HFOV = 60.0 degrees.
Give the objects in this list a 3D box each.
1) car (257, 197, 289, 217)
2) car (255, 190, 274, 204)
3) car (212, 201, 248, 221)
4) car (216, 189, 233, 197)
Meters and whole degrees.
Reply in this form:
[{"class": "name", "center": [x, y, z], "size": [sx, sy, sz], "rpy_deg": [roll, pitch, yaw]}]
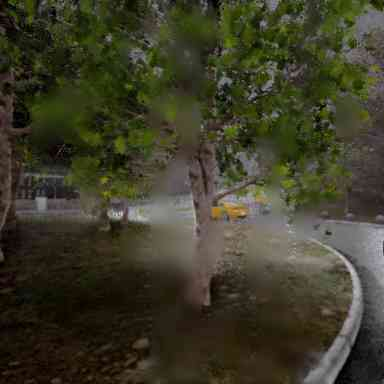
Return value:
[{"class": "car", "center": [7.599, 1.509, 31.648], "size": [1.812, 1.442, 4.674], "rpy_deg": [-1, 1, 5]}, {"class": "car", "center": [10.574, 0.867, 48.314], "size": [1.882, 1.535, 5.008], "rpy_deg": [0, 3, 27]}, {"class": "car", "center": [2.397, 1.492, 27.805], "size": [1.882, 1.535, 5.008], "rpy_deg": [1, -1, -39]}, {"class": "car", "center": [6.577, 0.130, 65.035], "size": [1.946, 1.575, 5.366], "rpy_deg": [0, 3, 33]}]
